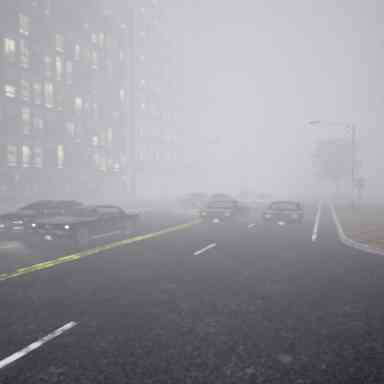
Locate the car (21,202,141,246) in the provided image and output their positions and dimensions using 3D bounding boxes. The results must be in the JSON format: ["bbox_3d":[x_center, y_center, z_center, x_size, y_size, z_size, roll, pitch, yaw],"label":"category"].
[{"bbox_3d":[-4.001,1.202,13.202,1.895,1.301,4.718,0,1,22],"label":"car"}]

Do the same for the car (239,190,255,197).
[{"bbox_3d":[9.046,0.409,54.571,1.837,1.490,4.892,1,1,22],"label":"car"}]

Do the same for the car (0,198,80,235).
[{"bbox_3d":[-6.614,1.071,15.411,1.837,1.490,4.892,1,1,22],"label":"car"}]

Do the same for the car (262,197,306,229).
[{"bbox_3d":[5.094,1.154,17.910,1.895,1.301,4.718,1,1,22],"label":"car"}]

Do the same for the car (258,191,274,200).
[{"bbox_3d":[11.650,0.510,52.349,1.994,1.385,4.181,1,1,22],"label":"car"}]

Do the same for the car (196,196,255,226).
[{"bbox_3d":[2.066,1.124,19.119,1.895,1.301,4.718,1,1,22],"label":"car"}]

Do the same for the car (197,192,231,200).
[{"bbox_3d":[2.431,0.815,29.369,1.882,1.535,5.008,1,1,22],"label":"car"}]

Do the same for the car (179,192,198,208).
[{"bbox_3d":[0.385,0.743,33.018,1.882,1.535,5.008,1,1,22],"label":"car"}]
